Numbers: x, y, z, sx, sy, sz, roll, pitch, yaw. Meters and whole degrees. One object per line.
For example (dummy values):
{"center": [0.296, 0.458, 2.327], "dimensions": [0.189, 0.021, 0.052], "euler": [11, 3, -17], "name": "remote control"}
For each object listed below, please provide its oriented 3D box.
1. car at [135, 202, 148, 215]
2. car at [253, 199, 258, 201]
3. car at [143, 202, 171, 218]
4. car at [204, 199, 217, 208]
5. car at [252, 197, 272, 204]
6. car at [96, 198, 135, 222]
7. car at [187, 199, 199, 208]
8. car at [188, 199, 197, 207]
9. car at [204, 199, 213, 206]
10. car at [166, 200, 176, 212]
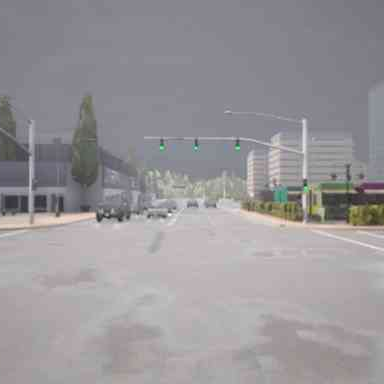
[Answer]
{"center": [-7.071, 1.994, 40.478], "dimensions": [2.128, 1.511, 4.902], "euler": [0, -1, 0], "name": "car"}
{"center": [17.846, 2.173, 82.064], "dimensions": [3.866, 1.878, 1.905], "euler": [0, -1, -1], "name": "car"}
{"center": [-3.576, 2.034, 34.927], "dimensions": [1.895, 1.301, 4.718], "euler": [0, -1, 0], "name": "car"}
{"center": [3.543, 2.258, 61.798], "dimensions": [2.128, 1.511, 4.902], "euler": [0, -1, 0], "name": "car"}
{"center": [17.828, 2.206, 84.958], "dimensions": [4.605, 1.855, 1.932], "euler": [0, -1, -1], "name": "car"}
{"center": [-7.092, 1.601, 30.594], "dimensions": [2.150, 2.045, 5.566], "euler": [0, -1, 1], "name": "car"}
{"center": [0.140, 2.124, 62.288], "dimensions": [2.097, 1.767, 4.553], "euler": [0, -1, 0], "name": "car"}
{"center": [0.053, 2.371, 72.065], "dimensions": [1.882, 1.535, 5.008], "euler": [0, -1, 0], "name": "car"}
{"center": [3.551, 2.290, 72.074], "dimensions": [1.812, 1.442, 4.674], "euler": [0, -1, 0], "name": "car"}
{"center": [-3.567, 2.054, 44.243], "dimensions": [1.837, 1.490, 4.892], "euler": [0, -1, 0], "name": "car"}
